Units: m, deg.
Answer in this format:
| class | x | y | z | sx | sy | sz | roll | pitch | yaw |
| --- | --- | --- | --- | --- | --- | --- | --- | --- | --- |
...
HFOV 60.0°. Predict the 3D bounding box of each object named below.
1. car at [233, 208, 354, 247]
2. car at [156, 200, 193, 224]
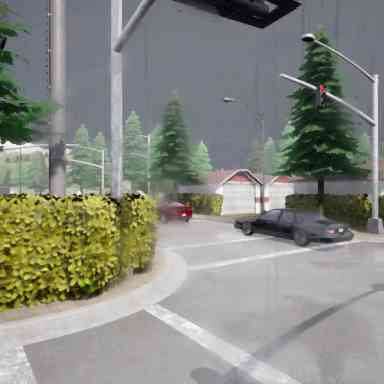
| class | x | y | z | sx | sy | sz | roll | pitch | yaw |
| --- | --- | --- | --- | --- | --- | --- | --- | --- | --- |
| car | 4.253 | 1.422 | 14.783 | 2.033 | 1.411 | 5.357 | 0 | 2 | -35 |
| car | -1.943 | 1.305 | 23.378 | 1.882 | 1.535 | 5.008 | -1 | 1 | -35 |
